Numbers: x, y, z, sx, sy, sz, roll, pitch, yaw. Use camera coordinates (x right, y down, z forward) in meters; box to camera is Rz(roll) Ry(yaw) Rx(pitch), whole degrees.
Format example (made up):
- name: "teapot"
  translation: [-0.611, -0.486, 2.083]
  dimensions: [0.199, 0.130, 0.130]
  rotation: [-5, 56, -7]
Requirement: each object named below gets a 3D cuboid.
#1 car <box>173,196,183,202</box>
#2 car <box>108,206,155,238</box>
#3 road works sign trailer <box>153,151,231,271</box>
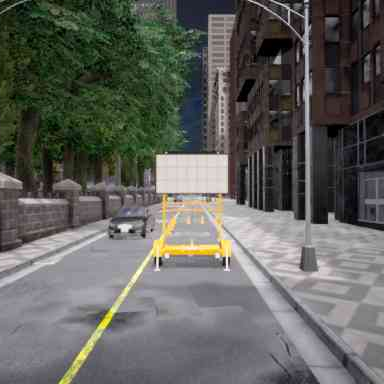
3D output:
- name: "car"
  translation: [-2.967, 1.629, 71.428]
  dimensions: [1.882, 1.535, 5.008]
  rotation: [0, 0, 0]
- name: "car"
  translation: [-3.092, 1.508, 17.723]
  dimensions: [2.128, 1.511, 4.902]
  rotation: [0, 0, 0]
- name: "road works sign trailer"
  translation: [0.006, 0.472, 10.919]
  dimensions: [2.380, 3.560, 2.880]
  rotation: [0, 0, 0]
